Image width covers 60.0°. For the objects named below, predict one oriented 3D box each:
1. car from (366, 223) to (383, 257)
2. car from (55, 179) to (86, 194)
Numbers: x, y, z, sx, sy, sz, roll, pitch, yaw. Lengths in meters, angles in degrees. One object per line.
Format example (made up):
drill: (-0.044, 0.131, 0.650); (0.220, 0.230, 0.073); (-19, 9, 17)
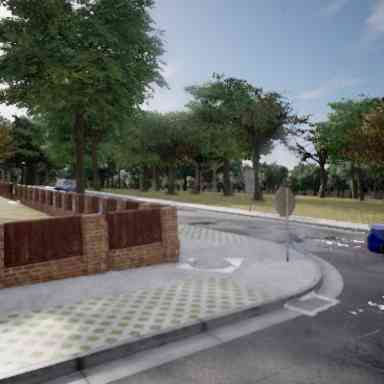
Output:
car: (7.736, 1.498, 9.483); (1.882, 1.535, 5.008); (-1, 2, -37)
car: (-13.881, -0.429, 37.769); (2.150, 2.045, 5.566); (-1, 3, -37)
